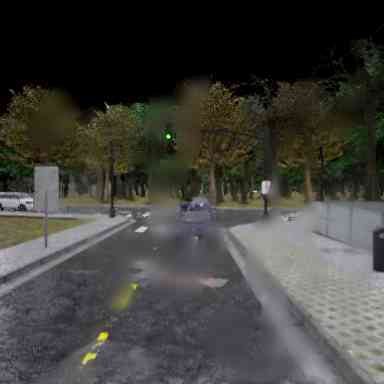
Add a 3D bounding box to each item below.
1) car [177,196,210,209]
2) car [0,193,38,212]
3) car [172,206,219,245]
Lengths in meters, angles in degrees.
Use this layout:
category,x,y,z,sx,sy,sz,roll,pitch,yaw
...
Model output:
category,x,y,z,sx,sy,sz,roll,pitch,yaw
car,0.114,1.239,33.042,2.097,1.767,4.553,0,0,-21
car,-18.740,1.104,36.048,5.566,2.045,2.150,0,0,23
car,0.293,1.551,15.220,1.895,1.301,4.718,0,0,4
